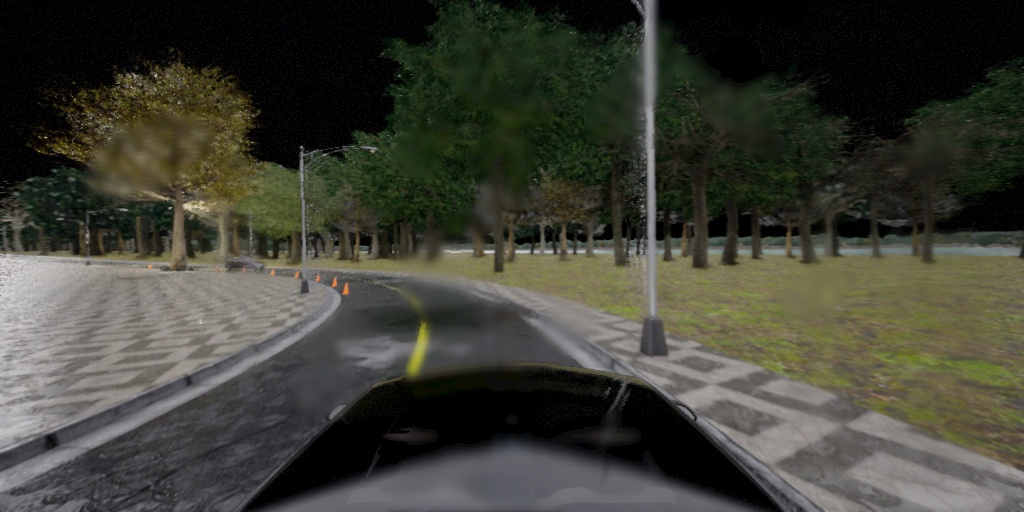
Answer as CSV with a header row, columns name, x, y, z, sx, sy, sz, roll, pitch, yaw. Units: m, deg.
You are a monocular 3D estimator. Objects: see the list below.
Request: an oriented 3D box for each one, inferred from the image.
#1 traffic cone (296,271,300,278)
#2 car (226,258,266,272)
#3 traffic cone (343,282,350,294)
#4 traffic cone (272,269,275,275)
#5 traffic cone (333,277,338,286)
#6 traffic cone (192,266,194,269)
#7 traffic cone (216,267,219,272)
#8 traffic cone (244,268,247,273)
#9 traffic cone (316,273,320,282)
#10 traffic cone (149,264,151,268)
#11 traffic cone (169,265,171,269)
name,x,y,z,sx,sy,sz,roll,pitch,yaw
traffic cone,-17.749,1.525,29.667,0.340,0.580,0.340,0,0,39
car,-28.501,0.920,38.385,4.902,1.511,2.128,1,1,26
traffic cone,-8.796,1.699,19.043,0.340,0.580,0.340,0,0,-29
traffic cone,-21.545,1.483,32.365,0.340,0.580,0.340,0,0,32
traffic cone,-11.323,1.639,22.952,0.340,0.580,0.340,0,0,-36
traffic cone,-34.701,1.369,38.955,0.340,0.580,0.340,0,0,26
traffic cone,-30.200,1.409,36.776,0.340,0.580,0.340,0,0,26
traffic cone,-25.700,1.447,34.597,0.340,0.580,0.340,0,0,26
traffic cone,-14.325,1.577,26.512,0.340,0.580,0.340,0,0,-44
traffic cone,-43.704,1.266,43.312,0.340,0.580,0.340,0,0,26
traffic cone,-39.203,1.319,41.133,0.340,0.580,0.340,0,0,26
